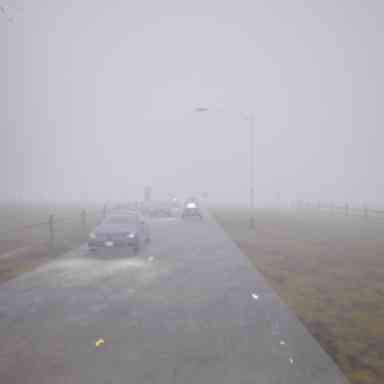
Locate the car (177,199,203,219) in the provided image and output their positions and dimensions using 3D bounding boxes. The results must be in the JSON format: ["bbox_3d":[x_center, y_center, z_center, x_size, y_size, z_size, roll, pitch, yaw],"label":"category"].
[{"bbox_3d":[0.007,1.583,29.276,2.033,1.411,5.357,0,0,0],"label":"car"}]

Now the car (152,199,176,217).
[{"bbox_3d":[-2.772,1.566,31.530,1.812,1.442,4.674,0,0,1],"label":"car"}]

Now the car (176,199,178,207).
[{"bbox_3d":[-2.750,1.702,49.476,1.994,1.385,4.181,0,0,0],"label":"car"}]

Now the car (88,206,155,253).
[{"bbox_3d":[-2.847,1.536,13.918,1.812,1.442,4.674,0,0,1],"label":"car"}]

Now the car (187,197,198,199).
[{"bbox_3d":[0.042,1.424,43.479,2.097,1.767,4.553,0,0,0],"label":"car"}]
